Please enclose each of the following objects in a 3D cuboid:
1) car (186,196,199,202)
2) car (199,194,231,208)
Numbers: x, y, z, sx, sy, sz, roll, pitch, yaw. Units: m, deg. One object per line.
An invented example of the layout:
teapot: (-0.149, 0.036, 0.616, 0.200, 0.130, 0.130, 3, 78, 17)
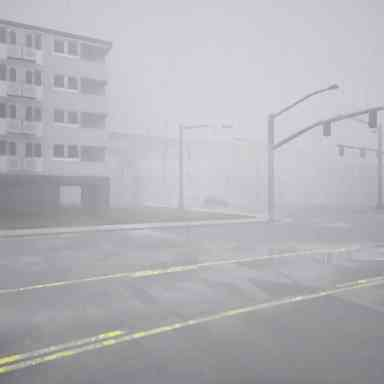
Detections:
car: (0.320, 1.591, 76.384, 1.895, 1.301, 4.718, 0, 0, 23)
car: (3.523, 1.420, 49.665, 1.837, 1.490, 4.892, 0, 1, -29)
